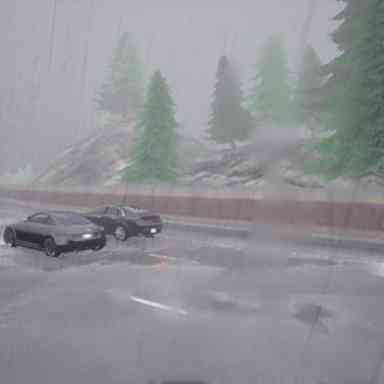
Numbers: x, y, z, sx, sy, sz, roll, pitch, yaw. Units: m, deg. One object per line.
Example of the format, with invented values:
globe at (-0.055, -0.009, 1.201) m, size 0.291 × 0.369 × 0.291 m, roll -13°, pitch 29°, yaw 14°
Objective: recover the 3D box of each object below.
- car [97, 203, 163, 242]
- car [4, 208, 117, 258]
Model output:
car at (-3.499, 1.291, 15.223) m, size 4.892 × 1.490 × 1.837 m, roll 1°, pitch 1°, yaw 37°
car at (-4.969, 1.358, 11.965) m, size 4.181 × 1.385 × 1.994 m, roll 1°, pitch 1°, yaw 37°
